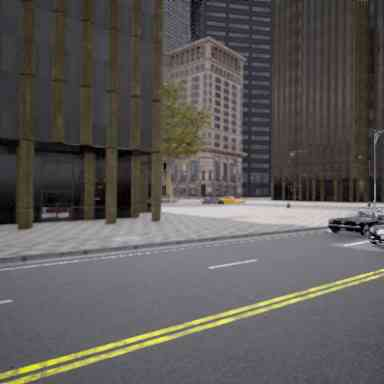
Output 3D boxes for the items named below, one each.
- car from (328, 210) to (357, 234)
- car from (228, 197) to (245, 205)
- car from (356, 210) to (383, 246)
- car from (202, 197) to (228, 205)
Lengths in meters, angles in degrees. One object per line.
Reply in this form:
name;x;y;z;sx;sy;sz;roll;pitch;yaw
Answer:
car;9.640;1.659;18.533;4.718;1.301;1.895;0;0;-35
car;7.396;1.587;60.202;1.882;1.535;5.008;1;-1;-41
car;9.620;1.543;14.532;4.902;1.511;2.128;0;0;-35
car;3.732;1.631;59.407;1.994;1.385;4.181;1;-1;-42
